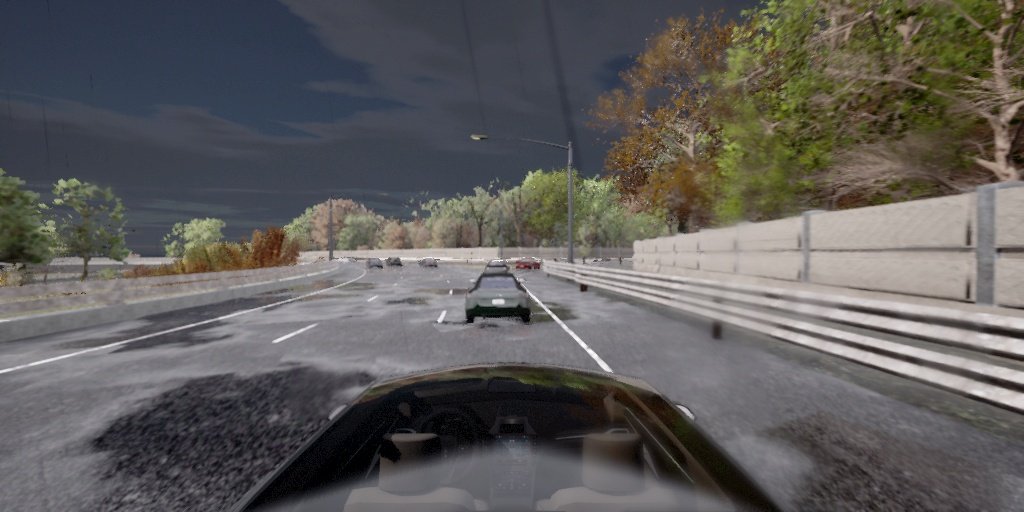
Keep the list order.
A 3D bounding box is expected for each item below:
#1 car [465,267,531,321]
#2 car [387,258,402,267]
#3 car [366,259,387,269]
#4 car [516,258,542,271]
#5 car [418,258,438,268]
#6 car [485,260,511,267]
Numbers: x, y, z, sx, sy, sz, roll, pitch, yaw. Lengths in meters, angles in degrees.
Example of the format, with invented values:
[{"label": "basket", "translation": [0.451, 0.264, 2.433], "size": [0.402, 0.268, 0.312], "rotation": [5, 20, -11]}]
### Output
[{"label": "car", "translation": [-0.492, 1.253, 12.167], "size": [1.994, 1.385, 4.181], "rotation": [0, 0, -3]}, {"label": "car", "translation": [-18.842, 1.003, 56.920], "size": [1.837, 1.490, 4.892], "rotation": [0, 0, -30]}, {"label": "car", "translation": [-19.886, 1.081, 51.702], "size": [2.033, 1.411, 5.357], "rotation": [0, 0, -28]}, {"label": "car", "translation": [2.069, 0.972, 42.734], "size": [1.882, 1.535, 5.008], "rotation": [-1, 0, 23]}, {"label": "car", "translation": [-12.245, 1.046, 52.096], "size": [2.033, 1.411, 5.357], "rotation": [0, 0, -26]}, {"label": "car", "translation": [-1.114, 1.085, 28.501], "size": [2.128, 1.511, 4.902], "rotation": [0, 0, 1]}]
